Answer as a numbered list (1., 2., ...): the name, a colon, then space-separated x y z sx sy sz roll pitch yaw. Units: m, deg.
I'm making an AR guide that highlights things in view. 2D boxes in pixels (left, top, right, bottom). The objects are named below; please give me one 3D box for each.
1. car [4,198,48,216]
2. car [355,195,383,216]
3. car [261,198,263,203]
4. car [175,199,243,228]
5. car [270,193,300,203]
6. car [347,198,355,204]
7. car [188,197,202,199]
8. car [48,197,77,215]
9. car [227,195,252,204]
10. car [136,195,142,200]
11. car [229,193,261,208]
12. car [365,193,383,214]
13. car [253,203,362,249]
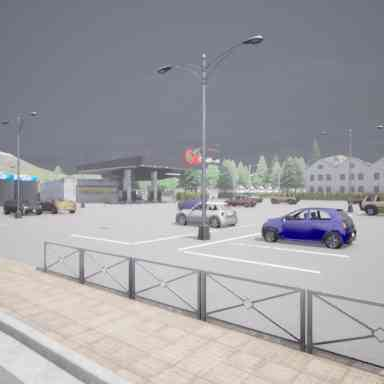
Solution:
1. car: -15.393 1.339 30.244 4.514 1.523 2.007 0 0 40
2. car: 16.620 1.098 27.830 4.605 1.855 1.932 0 0 40
3. car: 11.010 1.077 61.247 3.866 1.878 1.905 0 0 40
4. car: 0.837 1.384 20.654 3.806 1.475 1.970 0 0 40
5. car: 14.964 1.097 53.692 4.605 1.855 1.932 0 0 40
6. car: 27.100 1.298 52.637 4.514 1.523 2.007 0 0 40
7. car: 0.042 1.320 36.902 3.633 1.501 1.845 0 0 40
8. car: -13.429 1.330 32.691 5.027 1.636 2.152 0 0 40
9. car: 8.416 1.361 59.079 3.806 1.475 1.970 0 0 40
10. car: -14.799 1.480 83.388 2.242 1.667 4.611 0 0 40
11. car: 6.459 1.298 44.563 4.514 1.523 2.007 0 0 40
12. car: 18.159 1.077 30.328 3.866 1.878 1.905 0 0 40
13. car: 4.642 1.374 13.620 3.633 1.501 1.845 0 0 40
